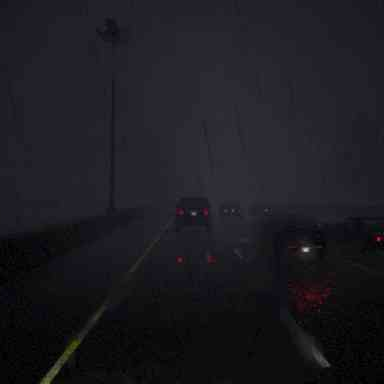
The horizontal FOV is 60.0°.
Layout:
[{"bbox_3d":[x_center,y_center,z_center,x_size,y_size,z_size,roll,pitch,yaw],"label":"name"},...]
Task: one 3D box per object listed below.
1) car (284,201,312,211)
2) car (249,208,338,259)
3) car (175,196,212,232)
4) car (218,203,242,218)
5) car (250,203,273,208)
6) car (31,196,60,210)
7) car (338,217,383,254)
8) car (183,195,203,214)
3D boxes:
[{"bbox_3d":[10.604,1.694,33.581,1.837,1.490,4.892,0,0,0],"label":"car"},{"bbox_3d":[3.601,1.578,12.939,1.837,1.490,4.892,0,0,0],"label":"car"},{"bbox_3d":[0.103,1.341,21.395,2.150,2.045,5.566,0,0,0],"label":"car"},{"bbox_3d":[3.604,1.726,31.865,2.033,1.411,5.357,0,0,0],"label":"car"},{"bbox_3d":[7.104,1.754,33.855,1.994,1.385,4.181,0,0,0],"label":"car"},{"bbox_3d":[-20.993,1.576,47.822,2.150,2.045,5.566,0,0,0],"label":"car"},{"bbox_3d":[7.102,1.679,13.798,1.895,1.301,4.718,0,0,0],"label":"car"},{"bbox_3d":[0.106,1.445,39.568,2.150,2.045,5.566,0,0,0],"label":"car"}]
